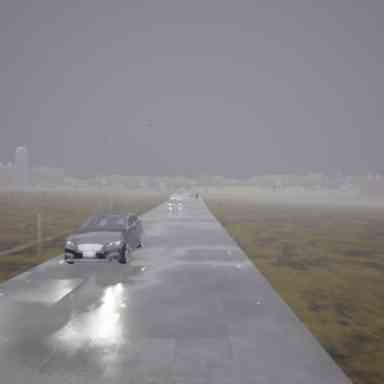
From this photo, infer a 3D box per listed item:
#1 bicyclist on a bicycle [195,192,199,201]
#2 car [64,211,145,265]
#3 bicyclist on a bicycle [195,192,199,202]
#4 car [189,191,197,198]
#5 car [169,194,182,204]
[{"bbox_3d":[0.971,0.848,65.356,0.866,1.612,1.509,0,1,0],"label":"bicyclist on a bicycle"},{"bbox_3d":[-2.843,1.453,11.666,2.128,1.511,4.902,0,0,0],"label":"car"},{"bbox_3d":[0.897,0.925,55.472,0.659,1.776,1.843,0,1,0],"label":"bicyclist on a bicycle"},{"bbox_3d":[0.306,0.750,80.329,1.994,1.385,4.181,0,1,0],"label":"car"},{"bbox_3d":[-2.667,1.094,54.441,1.812,1.442,4.674,0,1,1],"label":"car"}]
